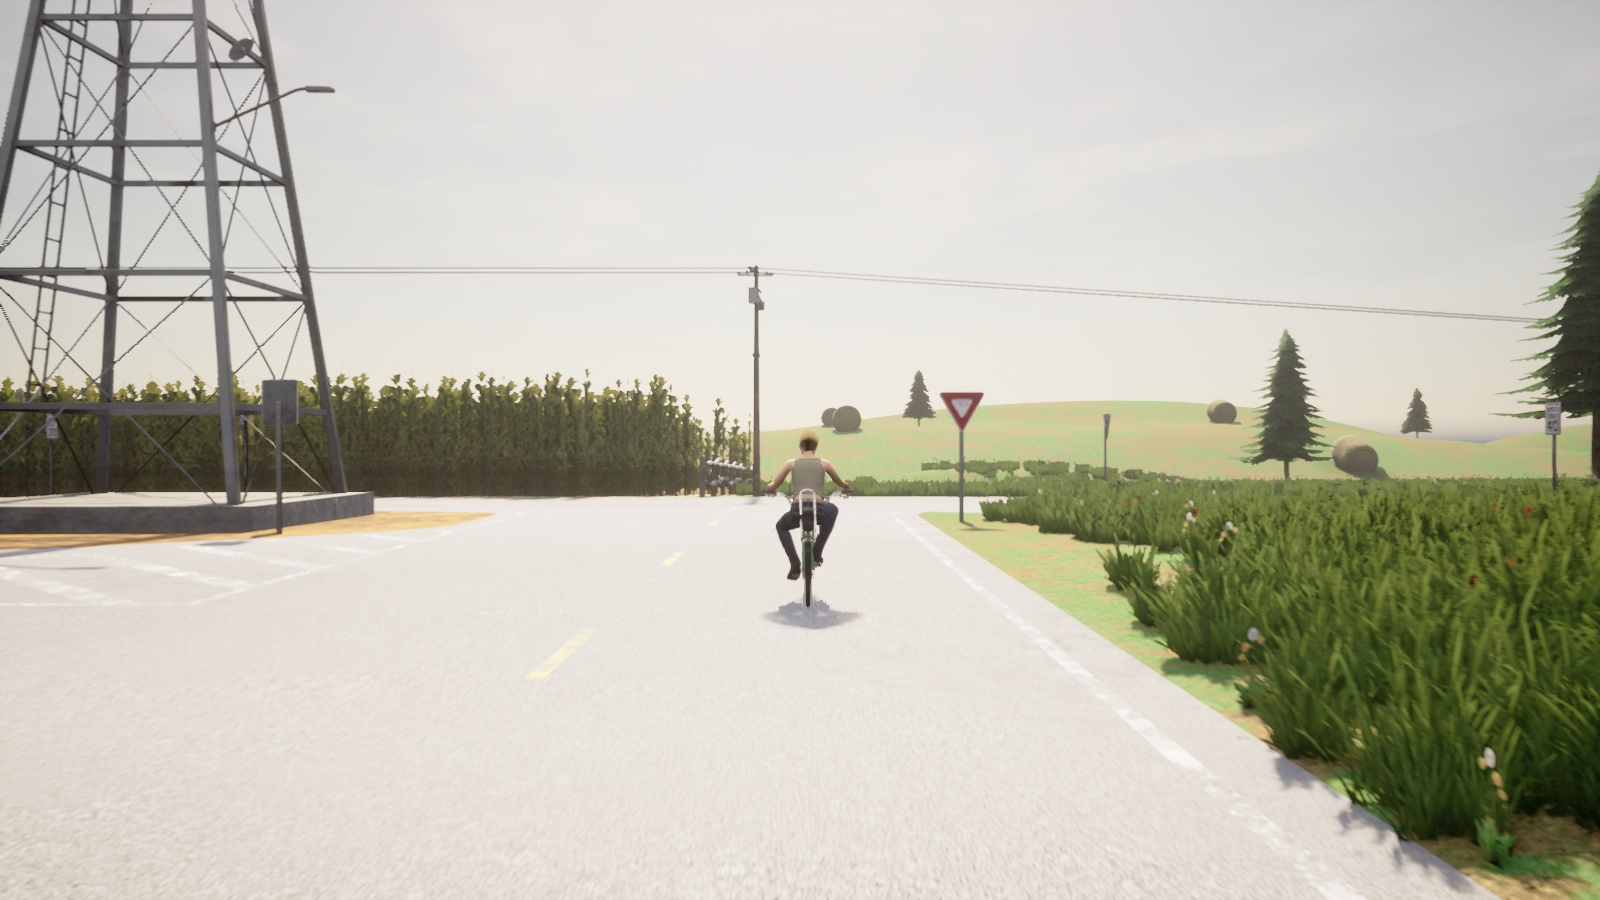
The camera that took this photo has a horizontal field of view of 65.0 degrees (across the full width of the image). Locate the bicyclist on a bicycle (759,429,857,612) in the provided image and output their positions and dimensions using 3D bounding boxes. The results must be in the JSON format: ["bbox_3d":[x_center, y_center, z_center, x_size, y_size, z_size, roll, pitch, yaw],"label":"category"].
[{"bbox_3d":[0.078,0.616,11.816,0.866,1.612,1.509,0,0,1],"label":"bicyclist on a bicycle"}]
